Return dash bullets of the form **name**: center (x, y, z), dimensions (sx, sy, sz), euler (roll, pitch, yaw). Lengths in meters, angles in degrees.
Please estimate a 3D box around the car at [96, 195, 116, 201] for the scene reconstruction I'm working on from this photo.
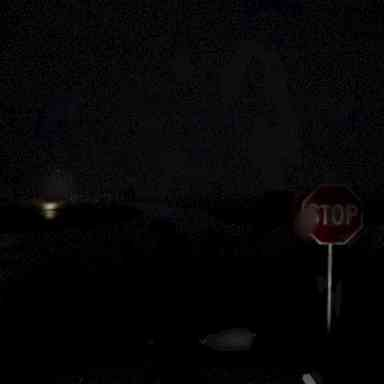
- **car**: center (-17.637, 1.342, 68.176), dimensions (4.718, 1.301, 1.895), euler (-1, 1, 42)

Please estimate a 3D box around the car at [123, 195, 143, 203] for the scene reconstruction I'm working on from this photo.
- **car**: center (-10.758, 1.256, 60.318), dimensions (1.882, 1.535, 5.008), euler (-1, 1, -37)
